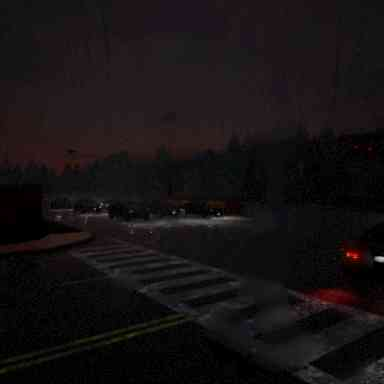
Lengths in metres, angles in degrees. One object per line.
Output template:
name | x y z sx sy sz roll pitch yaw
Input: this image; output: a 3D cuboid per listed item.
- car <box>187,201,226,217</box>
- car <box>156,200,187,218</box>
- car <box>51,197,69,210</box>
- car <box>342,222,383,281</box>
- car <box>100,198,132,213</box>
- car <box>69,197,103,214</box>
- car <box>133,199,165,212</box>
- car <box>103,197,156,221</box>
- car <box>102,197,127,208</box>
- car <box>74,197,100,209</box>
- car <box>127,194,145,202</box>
car | 0.749 1.502 30.742 2.033 1.411 5.357 0 0 -36
car | -2.929 1.454 29.867 2.128 1.511 4.902 0 0 -36
car | -17.188 1.477 43.822 1.837 1.490 4.892 0 0 -35
car | 5.860 1.523 9.149 2.033 1.411 5.357 0 0 43
car | -8.796 1.468 38.081 1.837 1.490 4.892 0 0 -35
car | -11.167 1.477 35.380 1.837 1.490 4.892 0 0 -35
car | -5.059 1.518 38.874 1.994 1.385 4.181 0 0 -35
car | -5.165 1.449 26.976 1.882 1.535 5.008 0 0 -36
car | -11.008 1.480 47.216 1.812 1.442 4.674 0 0 -35
car | -14.735 1.455 46.412 2.128 1.511 4.902 0 0 -35
car | -12.395 1.275 73.385 2.097 1.767 4.553 0 0 -36
